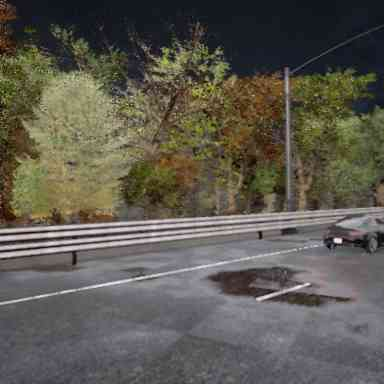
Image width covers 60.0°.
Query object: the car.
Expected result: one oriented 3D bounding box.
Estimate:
[{"bbox_3d":[7.468,1.734,14.402,4.674,1.442,1.812,0,-1,-39],"label":"car"}]
